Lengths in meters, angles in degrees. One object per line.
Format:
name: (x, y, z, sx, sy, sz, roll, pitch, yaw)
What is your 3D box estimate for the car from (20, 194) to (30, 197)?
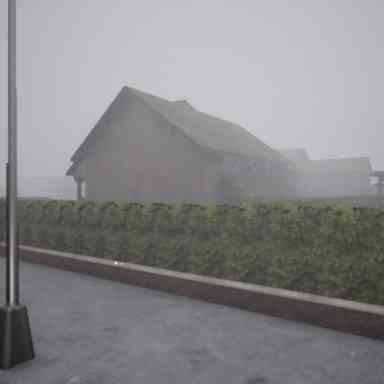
car: (-35.639, 1.339, 71.661, 3.866, 1.878, 1.905, 0, 0, 35)
